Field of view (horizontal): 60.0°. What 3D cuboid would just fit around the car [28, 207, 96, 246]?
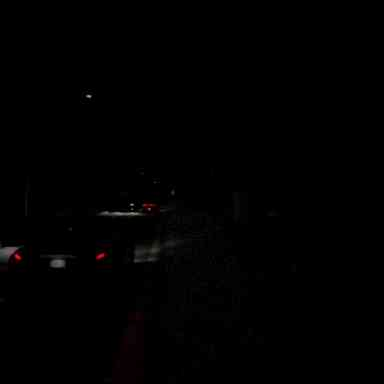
[{"bbox_3d":[-6.115,1.554,16.321,1.812,1.442,4.674,0,0,-4],"label":"car"}]

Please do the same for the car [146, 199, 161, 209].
[{"bbox_3d":[-5.682,1.798,49.530,1.895,1.301,4.718,0,0,-4],"label":"car"}]

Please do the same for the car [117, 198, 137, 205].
[{"bbox_3d":[-7.792,1.485,40.150,2.097,1.767,4.553,0,0,-4],"label":"car"}]

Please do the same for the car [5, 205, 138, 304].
[{"bbox_3d":[-2.674,1.364,8.356,2.097,1.767,4.553,0,0,-4],"label":"car"}]

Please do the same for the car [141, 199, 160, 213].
[{"bbox_3d":[-4.868,1.650,39.092,1.837,1.490,4.892,0,0,-4],"label":"car"}]
